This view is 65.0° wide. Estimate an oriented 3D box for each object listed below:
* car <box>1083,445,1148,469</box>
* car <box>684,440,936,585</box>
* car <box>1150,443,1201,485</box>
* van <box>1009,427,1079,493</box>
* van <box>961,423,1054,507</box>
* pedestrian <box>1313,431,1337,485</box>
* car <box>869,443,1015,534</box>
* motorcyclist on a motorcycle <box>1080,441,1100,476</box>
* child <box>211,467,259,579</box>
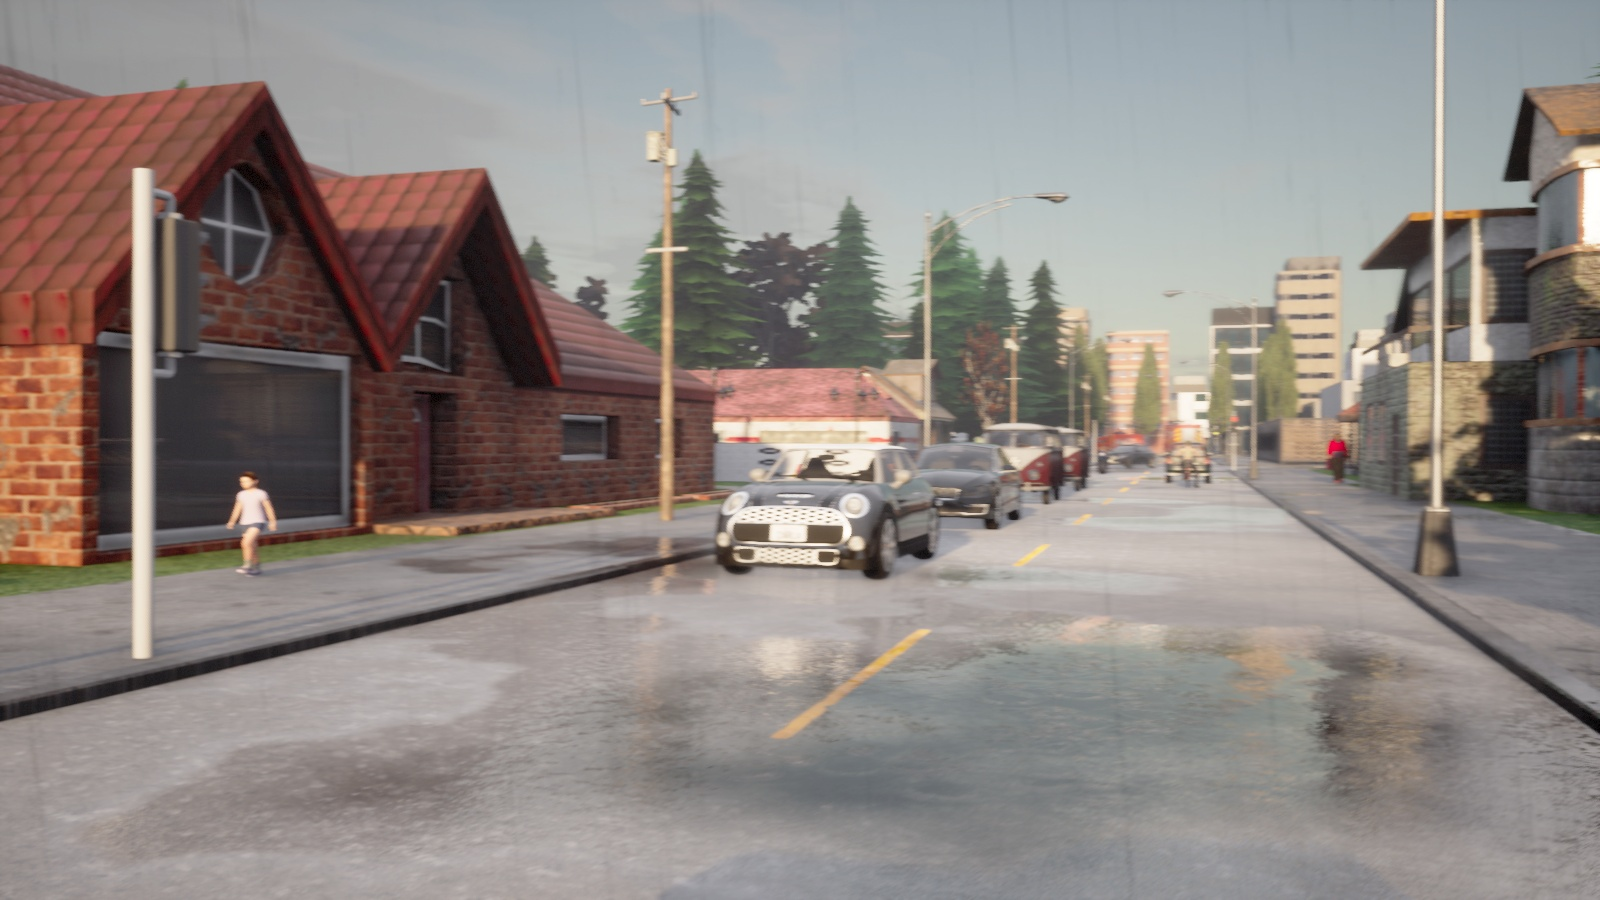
[{"bbox_3d":[19.106,0.405,75.962,1.812,1.442,4.674,0,0,42],"label":"car"},{"bbox_3d":[0.271,0.623,14.939,1.970,1.475,3.806,0,0,17],"label":"car"},{"bbox_3d":[14.467,0.501,48.425,1.789,1.549,3.705,0,0,17],"label":"car"},{"bbox_3d":[7.908,0.293,40.460,1.775,1.987,4.442,0,0,17],"label":"van"},{"bbox_3d":[5.355,0.332,31.939,1.775,1.987,4.442,0,0,17],"label":"van"},{"bbox_3d":[18.356,0.277,43.910,0.634,1.844,0.899,0,0,13],"label":"pedestrian"},{"bbox_3d":[2.742,0.625,23.226,1.837,1.490,4.892,0,0,17],"label":"car"},{"bbox_3d":[14.223,0.393,61.548,0.766,1.649,2.350,0,1,17],"label":"motorcyclist on a motorcycle"},{"bbox_3d":[-5.736,0.733,12.749,0.255,1.110,0.394,0,0,15],"label":"child"}]
